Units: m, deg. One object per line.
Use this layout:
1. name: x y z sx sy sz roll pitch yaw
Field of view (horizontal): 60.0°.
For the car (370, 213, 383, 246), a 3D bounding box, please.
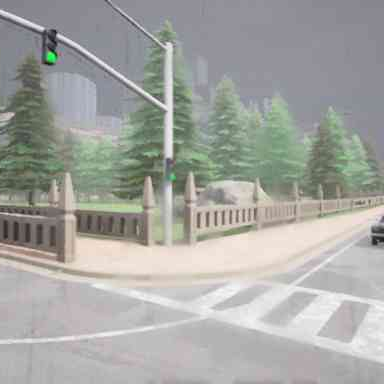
1. car: 9.167 1.596 14.692 1.895 1.301 4.718 0 0 35
